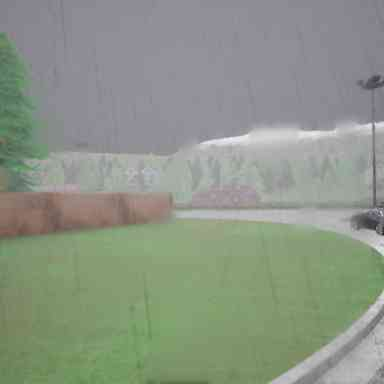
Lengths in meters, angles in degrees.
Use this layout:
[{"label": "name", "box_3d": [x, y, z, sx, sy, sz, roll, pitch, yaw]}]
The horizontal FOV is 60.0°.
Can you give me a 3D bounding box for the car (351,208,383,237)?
[{"label": "car", "box_3d": [10.989, 1.647, 19.257, 2.128, 1.511, 4.902, 0, -1, 1]}]
